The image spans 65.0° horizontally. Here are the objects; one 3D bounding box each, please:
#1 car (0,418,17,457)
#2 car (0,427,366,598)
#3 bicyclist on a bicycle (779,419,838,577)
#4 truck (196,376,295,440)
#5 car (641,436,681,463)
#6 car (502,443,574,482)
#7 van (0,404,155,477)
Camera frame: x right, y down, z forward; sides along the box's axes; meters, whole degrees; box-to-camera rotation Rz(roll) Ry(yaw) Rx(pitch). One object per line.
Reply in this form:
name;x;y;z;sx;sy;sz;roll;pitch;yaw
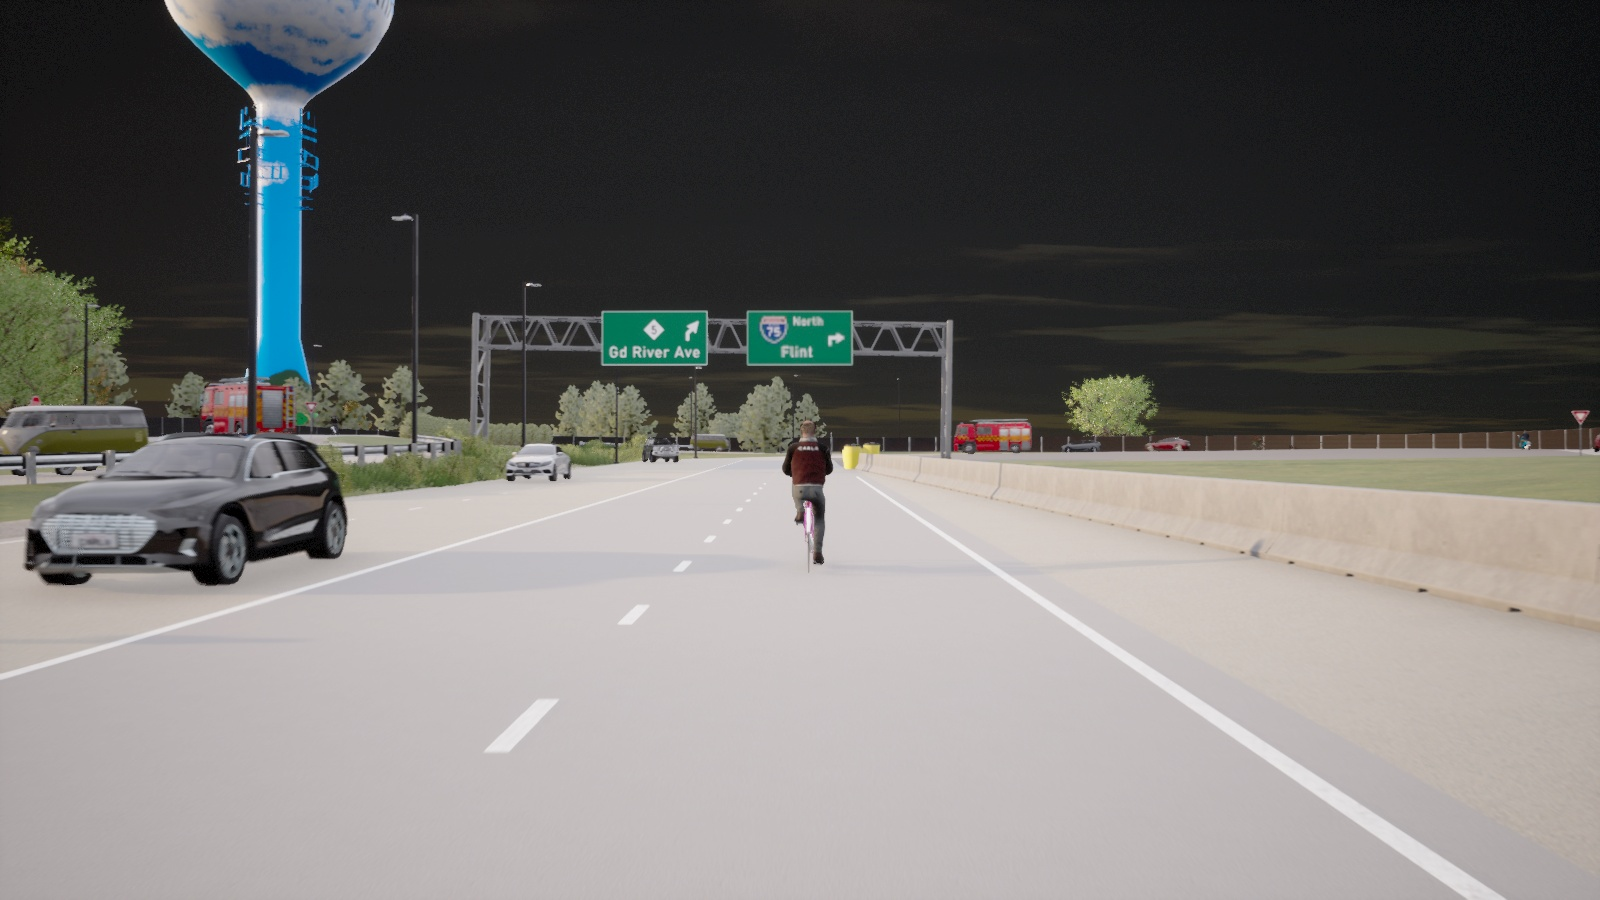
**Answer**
car;-32.478;-0.451;48.042;3.806;1.475;1.970;0;3;3
car;-6.902;0.588;14.576;2.033;1.649;4.856;0;0;0
bicyclist on a bicycle;0.101;0.533;15.067;0.659;1.776;1.843;0;1;0
truck;-34.982;-2.630;79.038;2.891;3.827;8.468;0;2;-45
car;-9.934;-0.031;89.455;1.932;1.855;4.605;0;0;-18
car;-10.207;0.457;49.207;1.812;1.442;4.674;0;0;0
van;-21.069;-0.333;36.403;1.775;1.987;4.442;-1;2;12
